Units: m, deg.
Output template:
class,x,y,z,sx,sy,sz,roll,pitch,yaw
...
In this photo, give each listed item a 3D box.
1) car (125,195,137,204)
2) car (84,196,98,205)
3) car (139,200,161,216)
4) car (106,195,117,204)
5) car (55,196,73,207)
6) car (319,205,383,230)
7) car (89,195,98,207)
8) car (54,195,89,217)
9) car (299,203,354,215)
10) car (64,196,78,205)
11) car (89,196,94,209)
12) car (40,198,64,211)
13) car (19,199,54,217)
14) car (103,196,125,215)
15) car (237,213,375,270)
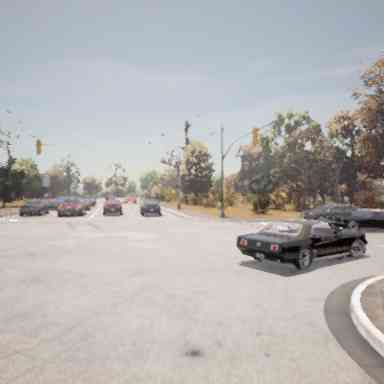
class,x,y,z,sx,sy,sz,roll,pitch,yaw
car,-11.751,1.280,63.415,2.097,1.767,4.553,0,0,-14
car,-17.914,1.431,59.216,2.128,1.511,4.902,0,0,-14
car,-4.089,1.454,32.253,1.812,1.442,4.674,0,0,-12
car,-15.065,1.414,62.245,1.882,1.535,5.008,0,0,-14
car,-19.170,1.411,49.850,1.882,1.535,5.008,0,0,-14
car,10.355,1.659,19.694,4.718,1.301,1.895,1,0,-11
car,-15.457,1.274,49.432,2.097,1.767,4.553,0,0,-14
car,-11.140,1.299,31.019,2.097,1.767,4.553,0,0,-12
car,9.871,1.558,23.163,4.892,1.490,1.837,1,0,-11
car,-21.587,1.517,59.474,1.994,1.385,4.181,0,0,-14
car,-13.128,1.529,39.789,1.895,1.301,4.718,0,0,-13
car,-16.829,1.500,40.245,1.994,1.385,4.181,0,0,-13
car,-14.857,1.459,31.561,1.837,1.490,4.892,0,0,-12
car,-7.887,1.460,33.271,1.812,1.442,4.674,0,0,-12
car,3.801,1.580,10.976,4.718,1.301,1.895,0,0,-35
